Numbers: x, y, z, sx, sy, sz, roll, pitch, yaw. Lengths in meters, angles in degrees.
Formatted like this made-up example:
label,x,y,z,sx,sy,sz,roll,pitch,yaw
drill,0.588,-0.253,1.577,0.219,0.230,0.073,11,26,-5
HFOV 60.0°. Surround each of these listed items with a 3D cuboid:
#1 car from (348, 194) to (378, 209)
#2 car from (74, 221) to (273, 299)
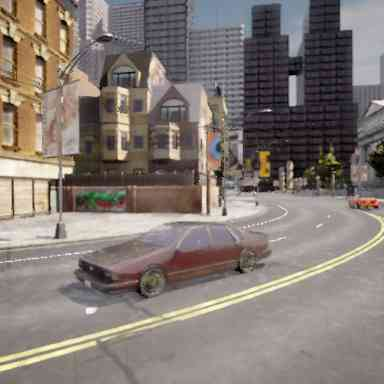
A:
label,x,y,z,sx,sy,sz,roll,pitch,yaw
car,19.296,0.961,37.739,2.097,1.767,4.553,0,0,12
car,-0.122,1.481,8.597,5.357,1.411,2.033,-1,1,-40
